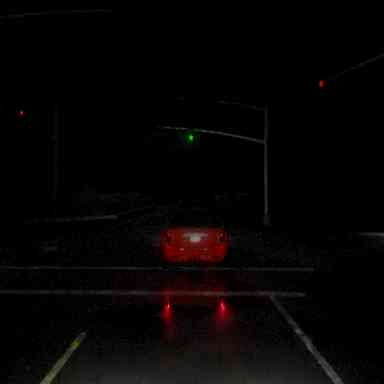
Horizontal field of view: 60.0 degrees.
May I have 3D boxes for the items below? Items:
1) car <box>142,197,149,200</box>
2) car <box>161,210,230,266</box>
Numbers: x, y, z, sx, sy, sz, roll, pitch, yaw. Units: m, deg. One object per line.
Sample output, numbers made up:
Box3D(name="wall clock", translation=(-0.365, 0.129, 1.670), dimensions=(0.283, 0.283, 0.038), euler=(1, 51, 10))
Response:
Box3D(name="car", translation=(-10.948, 1.843, 68.859), dimensions=(4.553, 1.767, 2.097), euler=(0, 0, 24))
Box3D(name="car", translation=(0.097, 1.432, 11.952), dimensions=(2.097, 1.767, 4.553), euler=(0, 0, 0))
